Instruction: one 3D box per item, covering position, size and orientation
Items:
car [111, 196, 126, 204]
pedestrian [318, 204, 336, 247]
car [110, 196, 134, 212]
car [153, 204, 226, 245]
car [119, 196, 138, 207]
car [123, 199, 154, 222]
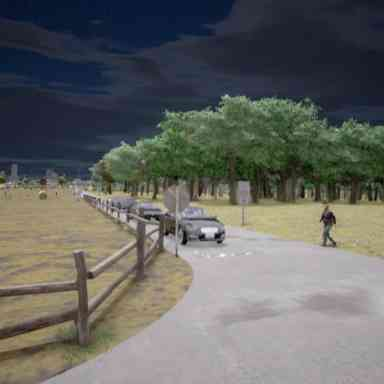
[{"bbox_3d":[-13.553,1.419,60.826,2.033,1.411,5.357,1,0,-19],"label":"car"},{"bbox_3d":[5.589,1.327,13.702,0.375,1.860,0.375,1,0,-20],"label":"pedestrian"},{"bbox_3d":[-8.172,1.394,37.580,1.837,1.490,4.892,1,0,-20],"label":"car"},{"bbox_3d":[-0.081,1.426,15.295,2.128,1.511,4.902,1,0,-19],"label":"car"},{"bbox_3d":[-9.633,1.410,50.126,2.128,1.511,4.902,1,0,-20],"label":"car"},{"bbox_3d":[-3.493,1.464,24.738,2.033,1.411,5.357,1,0,-20],"label":"car"}]
